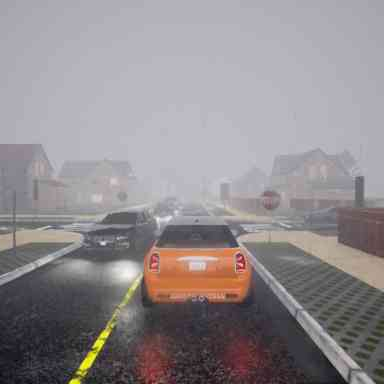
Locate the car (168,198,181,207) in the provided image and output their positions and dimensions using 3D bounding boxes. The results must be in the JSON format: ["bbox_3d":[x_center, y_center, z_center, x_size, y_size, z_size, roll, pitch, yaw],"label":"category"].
[{"bbox_3d":[-2.842,1.668,55.245,1.812,1.442,4.674,0,0,0],"label":"car"}]

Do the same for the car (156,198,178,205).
[{"bbox_3d":[-2.852,1.651,35.102,1.895,1.301,4.718,0,0,0],"label":"car"}]

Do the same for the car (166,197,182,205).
[{"bbox_3d":[-2.846,1.443,45.017,2.097,1.767,4.553,0,0,0],"label":"car"}]

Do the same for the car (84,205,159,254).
[{"bbox_3d":[-2.723,1.508,13.703,1.837,1.490,4.892,-2,0,7],"label":"car"}]

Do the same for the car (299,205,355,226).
[{"bbox_3d":[10.374,1.621,23.161,5.357,1.411,2.033,0,0,2],"label":"car"}]

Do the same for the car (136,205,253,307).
[{"bbox_3d":[0.100,1.352,8.126,2.097,1.767,4.553,0,0,0],"label":"car"}]
